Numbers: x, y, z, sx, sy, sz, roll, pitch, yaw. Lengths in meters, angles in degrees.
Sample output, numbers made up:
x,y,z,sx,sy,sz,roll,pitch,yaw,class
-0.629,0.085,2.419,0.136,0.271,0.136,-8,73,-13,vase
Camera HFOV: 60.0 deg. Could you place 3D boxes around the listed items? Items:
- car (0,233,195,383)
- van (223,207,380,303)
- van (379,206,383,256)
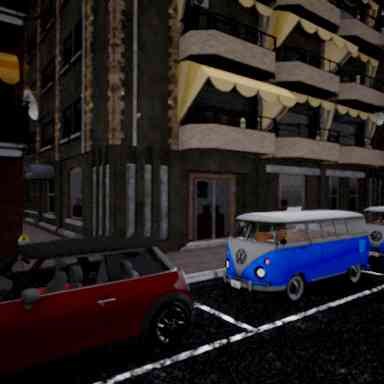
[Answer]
x,y,z,sx,sy,sz,roll,pitch,yaw,class
-2.027,1.441,4.651,4.097,1.590,1.967,0,0,-36,car
2.595,1.348,7.970,3.998,1.788,1.690,0,0,-36,van
7.216,1.356,11.289,3.998,1.788,1.690,0,0,-36,van
